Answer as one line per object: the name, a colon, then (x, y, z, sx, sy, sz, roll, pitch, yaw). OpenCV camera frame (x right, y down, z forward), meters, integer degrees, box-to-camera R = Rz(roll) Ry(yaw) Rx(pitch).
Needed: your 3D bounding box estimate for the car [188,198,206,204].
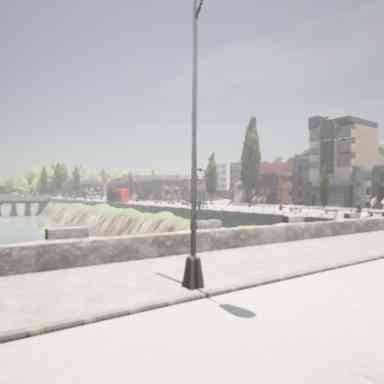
car: (0.830, 1.869, 65.006, 1.837, 1.490, 4.892, 1, -1, -35)
